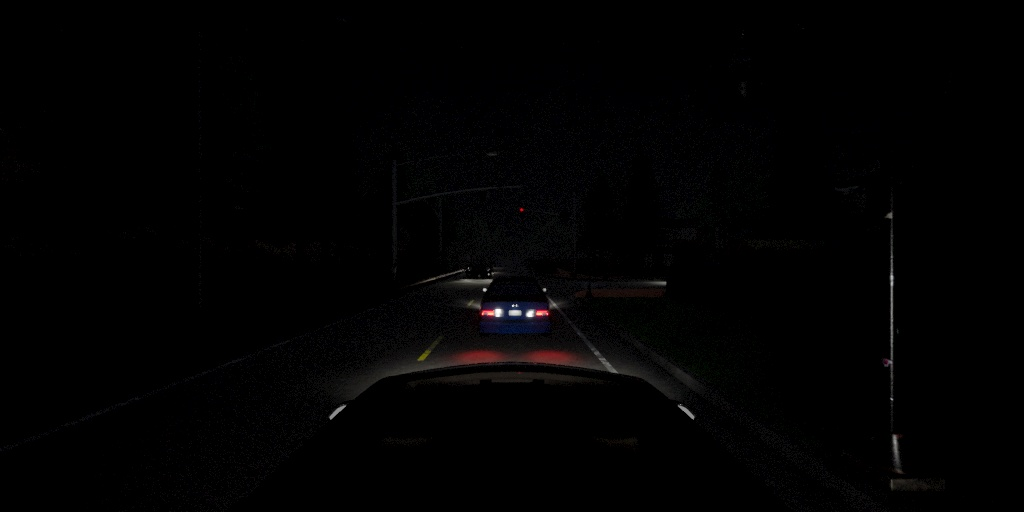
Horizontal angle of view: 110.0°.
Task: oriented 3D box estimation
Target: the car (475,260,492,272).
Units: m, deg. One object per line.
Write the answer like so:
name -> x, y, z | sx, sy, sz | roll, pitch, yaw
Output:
car -> -3.622, 1.275, 46.029 | 1.812, 1.442, 4.674 | 0, 0, 0

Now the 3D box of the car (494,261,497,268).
car -> -3.600, 1.297, 62.740 | 2.033, 1.411, 5.357 | 0, 0, 0

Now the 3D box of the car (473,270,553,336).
car -> 0.075, 1.297, 10.393 | 2.033, 1.411, 5.357 | 0, 0, 0

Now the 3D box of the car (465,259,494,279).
car -> -3.126, 1.101, 32.297 | 2.097, 1.767, 4.553 | 0, 0, -10
